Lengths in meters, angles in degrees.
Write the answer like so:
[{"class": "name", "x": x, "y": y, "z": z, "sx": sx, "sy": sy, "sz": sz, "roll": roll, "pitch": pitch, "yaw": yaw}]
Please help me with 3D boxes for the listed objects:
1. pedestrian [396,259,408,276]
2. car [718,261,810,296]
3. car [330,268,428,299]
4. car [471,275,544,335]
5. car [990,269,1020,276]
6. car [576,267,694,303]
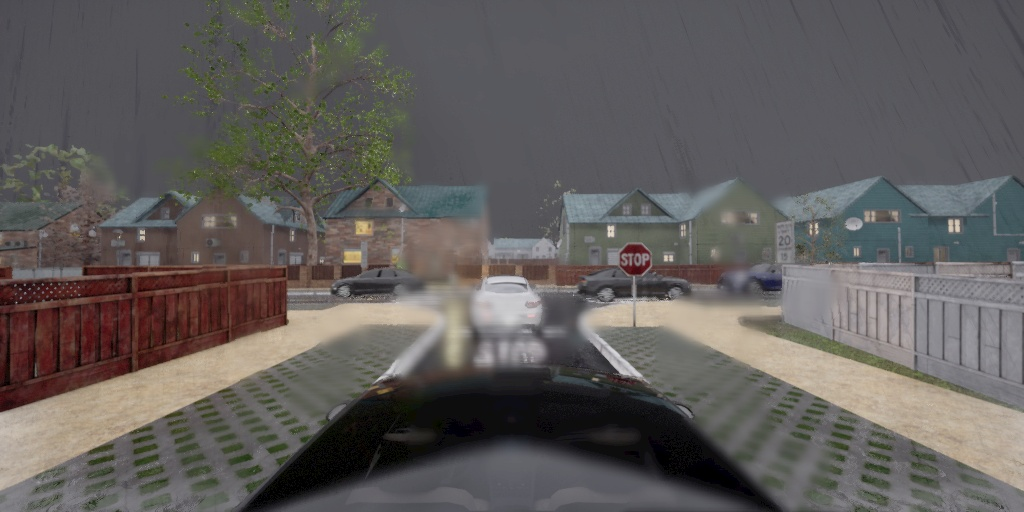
[{"class": "pedestrian", "x": -6.705, "y": 1.115, "z": 21.729, "sx": 0.375, "sy": 1.860, "sz": 0.375, "roll": 0, "pitch": -1, "yaw": 1}, {"class": "car", "x": 13.271, "y": 1.070, "z": 18.548, "sx": 4.553, "sy": 1.767, "sz": 2.097, "roll": -1, "pitch": -1, "yaw": 1}, {"class": "car", "x": -6.898, "y": 1.406, "z": 18.812, "sx": 4.892, "sy": 1.490, "sz": 1.837, "roll": -1, "pitch": -1, "yaw": 1}, {"class": "car", "x": -0.212, "y": 1.278, "z": 10.444, "sx": 1.812, "sy": 1.442, "sz": 4.674, "roll": 0, "pitch": 0, "yaw": -4}, {"class": "car", "x": 22.932, "y": 1.167, "z": 15.462, "sx": 4.718, "sy": 1.301, "sz": 1.895, "roll": 0, "pitch": -1, "yaw": 1}, {"class": "car", "x": 5.310, "y": 1.219, "z": 15.693, "sx": 4.892, "sy": 1.490, "sz": 1.837, "roll": -1, "pitch": -1, "yaw": 1}]
